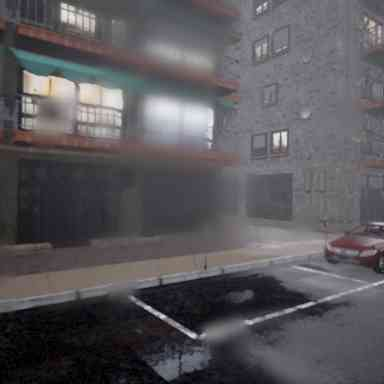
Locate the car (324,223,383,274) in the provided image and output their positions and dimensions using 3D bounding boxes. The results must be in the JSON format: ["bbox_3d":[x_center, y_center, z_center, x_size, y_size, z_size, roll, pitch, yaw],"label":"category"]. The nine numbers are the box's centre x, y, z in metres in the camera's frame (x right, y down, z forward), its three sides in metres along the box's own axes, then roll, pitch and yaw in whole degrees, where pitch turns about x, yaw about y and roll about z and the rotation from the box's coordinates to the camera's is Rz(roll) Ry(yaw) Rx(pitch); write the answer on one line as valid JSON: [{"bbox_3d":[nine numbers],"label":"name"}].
[{"bbox_3d":[6.108,1.686,10.905,4.206,1.307,1.802,1,0,-35],"label":"car"}]
